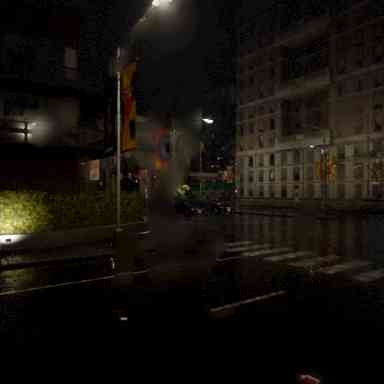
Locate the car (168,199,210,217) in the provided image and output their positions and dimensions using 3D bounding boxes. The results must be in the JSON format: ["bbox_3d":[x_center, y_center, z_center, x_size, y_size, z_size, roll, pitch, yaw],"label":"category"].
[{"bbox_3d":[-0.621,1.525,32.112,1.812,1.442,4.674,0,0,-35],"label":"car"}]

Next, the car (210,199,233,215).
[{"bbox_3d":[2.170,1.490,34.229,2.128,1.511,4.902,0,0,-35],"label":"car"}]
